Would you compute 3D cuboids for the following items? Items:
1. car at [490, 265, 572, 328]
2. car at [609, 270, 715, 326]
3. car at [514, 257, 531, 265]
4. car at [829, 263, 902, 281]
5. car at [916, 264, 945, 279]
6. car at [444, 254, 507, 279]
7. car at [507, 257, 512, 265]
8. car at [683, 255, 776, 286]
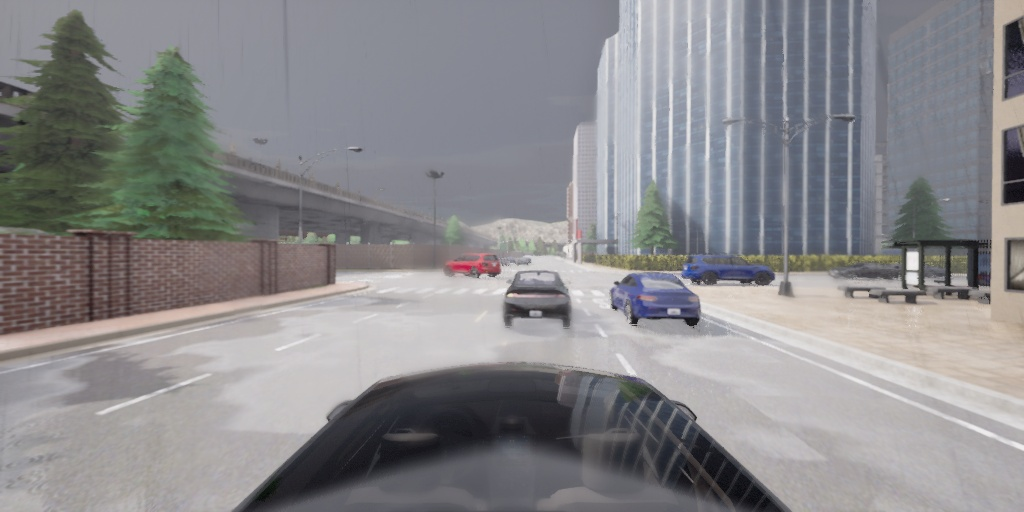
[{"bbox_3d":[0.817,1.196,11.228,2.128,1.511,4.902,0,0,5],"label":"car"},{"bbox_3d":[4.345,1.240,11.410,1.812,1.442,4.674,0,0,5],"label":"car"},{"bbox_3d":[1.903,0.968,63.278,1.812,1.442,4.674,0,0,6],"label":"car"},{"bbox_3d":[29.468,1.281,30.089,4.674,1.442,1.812,0,0,5],"label":"car"},{"bbox_3d":[36.197,1.310,32.985,5.357,1.411,2.033,0,0,5],"label":"car"},{"bbox_3d":[-3.412,0.825,30.351,5.566,2.045,2.150,0,-1,43],"label":"car"},{"bbox_3d":[-1.591,1.031,63.477,1.895,1.301,4.718,0,0,6],"label":"car"},{"bbox_3d":[14.746,0.965,24.637,5.566,2.045,2.150,0,0,6],"label":"car"}]
